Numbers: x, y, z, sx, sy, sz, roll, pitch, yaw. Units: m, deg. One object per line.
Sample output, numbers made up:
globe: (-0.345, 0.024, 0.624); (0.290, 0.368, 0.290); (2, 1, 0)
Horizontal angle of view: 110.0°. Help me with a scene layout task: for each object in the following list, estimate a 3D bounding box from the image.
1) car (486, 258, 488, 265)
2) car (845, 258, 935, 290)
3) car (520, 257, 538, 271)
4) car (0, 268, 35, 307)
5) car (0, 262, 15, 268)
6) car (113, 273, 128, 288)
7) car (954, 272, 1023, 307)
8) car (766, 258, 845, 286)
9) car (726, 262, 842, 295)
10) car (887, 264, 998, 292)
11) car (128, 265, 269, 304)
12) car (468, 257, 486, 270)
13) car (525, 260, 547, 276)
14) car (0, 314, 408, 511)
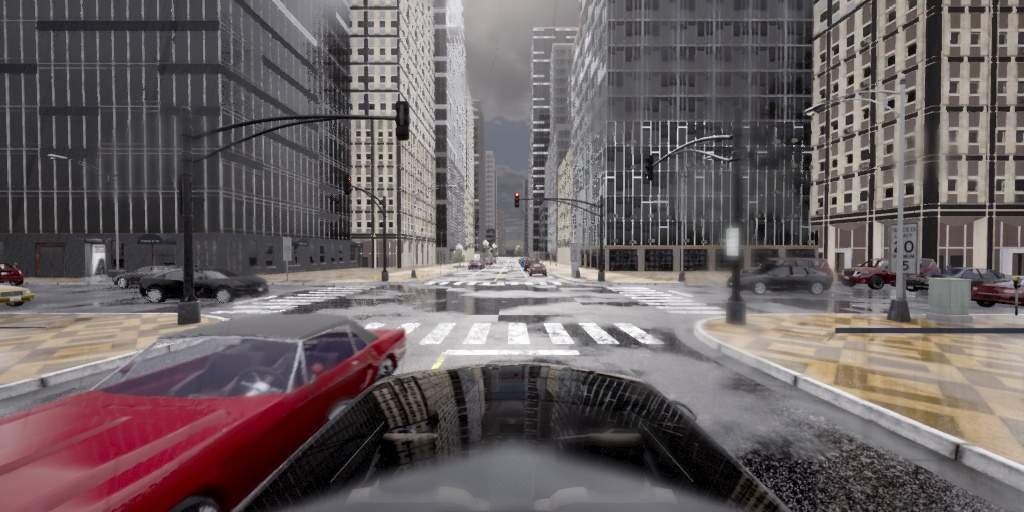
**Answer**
car: (-5.276, 1.307, 58.034); (1.802, 1.307, 4.207); (0, 0, 0)
car: (22.907, 1.032, 21.821); (5.009, 1.841, 2.192); (0, 0, 0)
car: (2.585, 1.046, 47.004); (2.192, 1.841, 5.009); (0, 0, 0)
car: (-21.252, 1.301, 13.613); (4.829, 1.417, 1.751); (0, 0, 0)
car: (-32.551, 1.077, 21.662); (4.097, 1.591, 1.967); (0, 0, 0)
car: (-21.435, 1.204, 21.751); (4.403, 1.370, 2.007); (0, 0, 0)
car: (20.189, 1.418, 13.678); (4.207, 1.307, 1.802); (0, 0, 0)
car: (16.575, 1.024, 21.811); (5.009, 1.841, 2.192); (0, 0, 0)
car: (14.185, 1.250, 19.189); (4.892, 1.490, 1.837); (0, 1, 1)
car: (24.008, 1.305, 19.220); (5.357, 1.411, 2.033); (0, 1, 0)
car: (-13.653, 1.229, 16.051); (5.008, 1.535, 1.882); (0, 1, 3)
car: (-5.280, 1.168, 52.509); (1.967, 1.591, 4.097); (0, 0, 0)
car: (2.556, 1.319, 35.955); (1.802, 1.307, 4.207); (0, 0, 0)
car: (-2.643, 1.350, 3.479); (1.895, 1.301, 4.718); (0, 0, 2)
